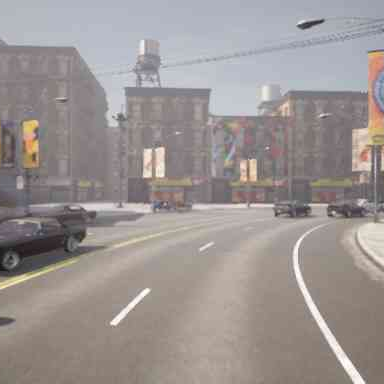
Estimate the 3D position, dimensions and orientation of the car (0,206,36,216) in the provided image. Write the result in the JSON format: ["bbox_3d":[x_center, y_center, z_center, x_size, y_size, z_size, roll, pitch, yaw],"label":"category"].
[{"bbox_3d":[-10.698,1.461,17.102,2.002,1.452,4.674,0,0,17],"label":"car"}]

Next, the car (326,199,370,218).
[{"bbox_3d":[14.034,1.522,30.303,4.892,1.490,1.837,0,0,-41],"label":"car"}]

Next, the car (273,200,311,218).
[{"bbox_3d":[9.291,1.491,30.699,2.128,1.511,4.902,0,0,43],"label":"car"}]

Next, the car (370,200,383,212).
[{"bbox_3d":[19.752,1.554,37.859,4.674,1.442,1.812,0,0,-25],"label":"car"}]

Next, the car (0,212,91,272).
[{"bbox_3d":[-5.532,1.568,10.984,1.895,1.301,4.718,0,0,14],"label":"car"}]

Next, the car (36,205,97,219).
[{"bbox_3d":[-8.747,1.537,22.490,1.895,1.301,4.718,0,0,27],"label":"car"}]
